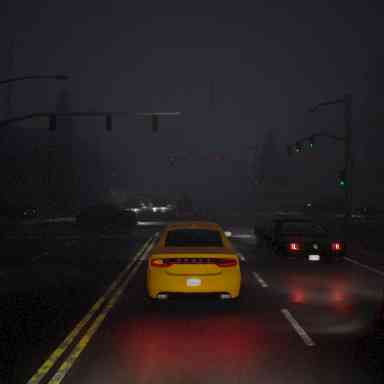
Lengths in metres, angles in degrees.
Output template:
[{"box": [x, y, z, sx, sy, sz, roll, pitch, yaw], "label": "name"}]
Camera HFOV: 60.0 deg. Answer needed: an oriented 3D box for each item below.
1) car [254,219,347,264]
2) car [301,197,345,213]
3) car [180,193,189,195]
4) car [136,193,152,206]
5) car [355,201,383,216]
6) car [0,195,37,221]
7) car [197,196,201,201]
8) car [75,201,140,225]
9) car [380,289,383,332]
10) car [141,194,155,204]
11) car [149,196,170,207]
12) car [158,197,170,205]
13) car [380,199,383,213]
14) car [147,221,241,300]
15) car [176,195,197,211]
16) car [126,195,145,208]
[{"box": [3.502, 1.601, 11.795, 1.895, 1.301, 4.718, 0, 0, -1], "label": "car"}, {"box": [14.083, 1.352, 35.560, 4.553, 1.767, 2.097, 0, 0, -2], "label": "car"}, {"box": [-1.478, 1.221, 64.867, 2.150, 2.045, 5.566, 0, 0, -1], "label": "car"}, {"box": [-8.441, 1.221, 55.750, 2.150, 2.045, 5.566, 0, 0, -1], "label": "car"}, {"box": [18.773, 1.547, 32.194, 5.357, 1.411, 2.033, 0, 0, -2], "label": "car"}, {"box": [-15.579, 1.221, 26.859, 5.566, 2.045, 2.150, 0, 0, -2], "label": "car"}, {"box": [1.306, 1.595, 88.208, 1.895, 1.301, 4.718, 0, 0, -1], "label": "car"}, {"box": [-6.122, 1.564, 23.760, 4.181, 1.385, 1.994, 0, 0, -4], "label": "car"}, {"box": [3.597, 1.478, 2.706, 1.882, 1.535, 5.008, 0, 0, 0], "label": "car"}, {"box": [-8.642, 1.352, 65.550, 2.097, 1.767, 4.553, 0, 0, -1], "label": "car"}, {"box": [-4.793, 1.564, 49.743, 1.994, 1.385, 4.181, 0, 0, -2], "label": "car"}, {"box": [-5.029, 1.564, 59.772, 1.994, 1.385, 4.181, 0, 0, -1], "label": "car"}, {"box": [23.060, 1.526, 35.806, 4.674, 1.442, 1.812, 0, 0, -2], "label": "car"}, {"box": [0.034, 1.478, 8.471, 1.882, 1.535, 5.008, 0, 0, 0], "label": "car"}, {"box": [-0.921, 1.491, 41.027, 2.128, 1.511, 4.902, 0, 0, 3], "label": "car"}, {"box": [-8.208, 1.564, 46.431, 1.994, 1.385, 4.181, 0, 0, -1], "label": "car"}]
